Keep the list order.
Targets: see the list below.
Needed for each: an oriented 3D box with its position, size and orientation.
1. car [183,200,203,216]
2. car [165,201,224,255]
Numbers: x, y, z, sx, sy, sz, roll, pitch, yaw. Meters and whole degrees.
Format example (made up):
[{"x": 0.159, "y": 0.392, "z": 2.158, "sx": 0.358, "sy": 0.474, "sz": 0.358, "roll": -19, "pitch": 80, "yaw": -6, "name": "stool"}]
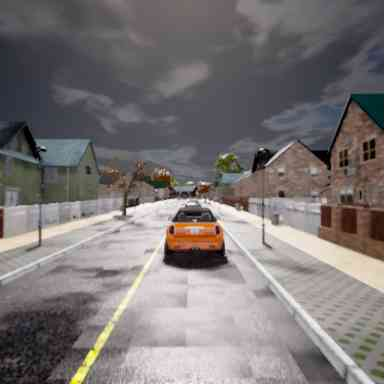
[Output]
[{"x": 0.097, "y": 1.661, "z": 35.737, "sx": 2.033, "sy": 1.411, "sz": 5.357, "roll": 0, "pitch": 0, "yaw": 0, "name": "car"}, {"x": 0.097, "y": 1.387, "z": 13.574, "sx": 2.097, "sy": 1.767, "sz": 4.553, "roll": 0, "pitch": 0, "yaw": 0, "name": "car"}]
